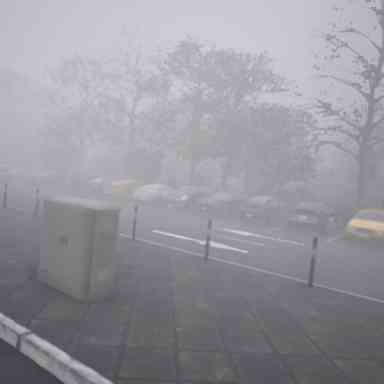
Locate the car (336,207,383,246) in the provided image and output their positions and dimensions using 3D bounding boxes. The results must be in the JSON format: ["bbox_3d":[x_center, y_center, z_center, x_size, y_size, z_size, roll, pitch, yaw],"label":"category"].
[{"bbox_3d":[8.820,1.526,16.224,1.946,1.575,5.366,7,4,35],"label":"car"}]

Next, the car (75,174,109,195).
[{"bbox_3d":[-6.826,-0.422,27.578,2.002,1.452,4.674,7,4,35],"label":"car"}]

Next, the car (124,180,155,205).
[{"bbox_3d":[-2.324,0.145,24.377,2.002,1.452,4.674,7,4,35],"label":"car"}]

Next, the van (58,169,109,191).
[{"bbox_3d":[-8.984,-0.970,29.259,1.878,1.987,4.442,7,4,35],"label":"van"}]

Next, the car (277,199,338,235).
[{"bbox_3d":[6.693,1.273,18.001,2.163,1.488,4.792,7,4,35],"label":"car"}]

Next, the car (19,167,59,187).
[{"bbox_3d":[-13.589,-1.283,32.356,2.163,1.488,4.792,7,4,35],"label":"car"}]

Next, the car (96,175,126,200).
[{"bbox_3d":[-4.572,-0.179,25.972,2.097,1.535,5.008,7,4,35],"label":"car"}]

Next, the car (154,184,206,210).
[{"bbox_3d":[-0.041,0.265,22.794,2.185,1.767,4.553,7,4,35],"label":"car"}]

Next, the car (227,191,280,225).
[{"bbox_3d":[4.426,0.960,19.571,2.231,1.521,4.892,7,4,35],"label":"car"}]

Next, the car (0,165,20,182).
[{"bbox_3d":[-18.177,-1.881,35.428,1.946,1.575,5.366,7,4,35],"label":"car"}]

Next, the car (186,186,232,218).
[{"bbox_3d":[2.184,0.674,21.180,2.097,1.535,5.008,7,4,35],"label":"car"}]
